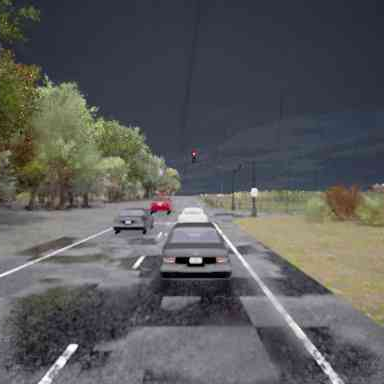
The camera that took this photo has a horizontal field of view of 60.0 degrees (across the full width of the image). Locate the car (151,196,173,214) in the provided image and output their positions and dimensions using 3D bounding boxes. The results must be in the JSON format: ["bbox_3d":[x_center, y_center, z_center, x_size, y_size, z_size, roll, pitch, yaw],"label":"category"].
[{"bbox_3d":[-3.470,1.499,38.584,2.150,2.045,5.566,0,0,0],"label":"car"}]

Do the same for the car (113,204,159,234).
[{"bbox_3d":[-3.435,1.694,20.341,2.033,1.411,5.357,0,0,0],"label":"car"}]

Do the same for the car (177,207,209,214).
[{"bbox_3d":[0.048,1.675,20.569,1.812,1.442,4.674,0,0,0],"label":"car"}]

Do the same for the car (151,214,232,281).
[{"bbox_3d":[0.082,1.621,10.083,2.033,1.411,5.357,0,0,0],"label":"car"}]
